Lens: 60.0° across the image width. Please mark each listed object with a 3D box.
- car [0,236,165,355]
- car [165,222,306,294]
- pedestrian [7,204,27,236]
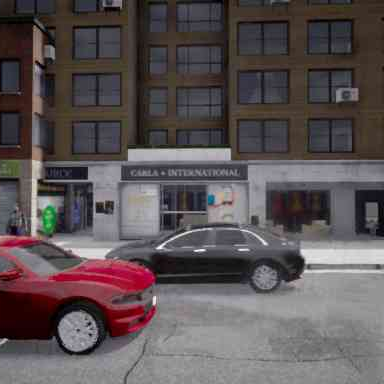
[{"bbox_3d":[-3.108,1.490,5.536,5.008,1.535,1.882,0,-1,3],"label":"car"},{"bbox_3d":[0.276,1.541,8.305,4.892,1.490,1.837,-1,-1,3],"label":"car"},{"bbox_3d":[-6.136,1.299,11.571,0.375,1.860,0.375,0,-1,3],"label":"pedestrian"}]
